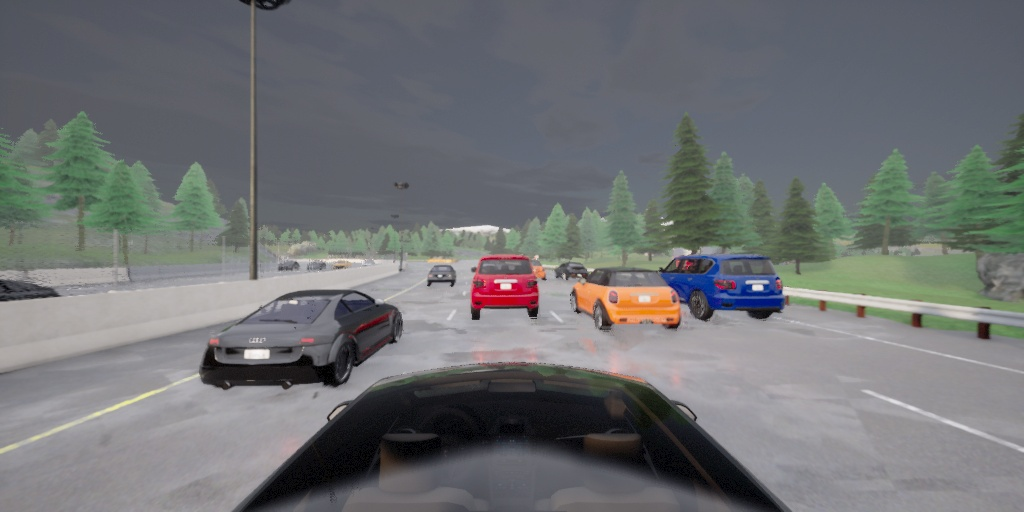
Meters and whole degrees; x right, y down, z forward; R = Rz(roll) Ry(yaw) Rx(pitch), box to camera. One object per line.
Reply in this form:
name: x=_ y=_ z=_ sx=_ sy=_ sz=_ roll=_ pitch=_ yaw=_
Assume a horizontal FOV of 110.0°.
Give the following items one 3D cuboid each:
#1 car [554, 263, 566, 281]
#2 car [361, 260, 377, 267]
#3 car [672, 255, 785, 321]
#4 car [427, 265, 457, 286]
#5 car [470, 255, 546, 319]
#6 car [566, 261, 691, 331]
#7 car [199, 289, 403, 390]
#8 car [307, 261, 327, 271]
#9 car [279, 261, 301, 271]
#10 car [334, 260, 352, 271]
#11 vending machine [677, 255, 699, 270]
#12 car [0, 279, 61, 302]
car: x=4.945 y=1.284 z=30.595 sx=1.837 sy=1.490 sz=4.892 roll=0 pitch=0 yaw=-8
car: x=-21.312 y=1.394 z=53.580 sx=1.812 sy=1.442 sz=4.674 roll=0 pitch=0 yaw=-16
car: x=6.711 y=0.974 z=12.670 sx=2.150 sy=2.045 sz=5.566 roll=0 pitch=0 yaw=-3
car: x=-4.949 y=1.340 z=25.622 sx=2.033 sy=1.411 sz=5.357 roll=0 pitch=0 yaw=-7
car: x=-0.321 y=0.987 z=13.105 sx=2.150 sy=2.045 sz=5.566 roll=0 pitch=0 yaw=-3
car: x=3.252 y=1.108 z=11.164 sx=2.097 sy=1.767 sz=4.553 roll=0 pitch=0 yaw=-3
car: x=-3.572 y=1.328 z=6.960 sx=1.994 sy=1.385 sz=4.181 roll=0 pitch=0 yaw=-1
car: x=-28.047 y=1.408 z=51.672 sx=2.128 sy=1.511 sz=4.902 roll=0 pitch=0 yaw=-16
car: x=-31.414 y=1.436 z=50.718 sx=1.837 sy=1.490 sz=4.892 roll=0 pitch=0 yaw=-16
car: x=-24.612 y=1.351 z=52.365 sx=1.882 sy=1.535 sz=5.008 roll=0 pitch=0 yaw=-16
vending machine: x=10.957 y=0.951 z=22.368 sx=1.100 sy=2.100 sz=0.880 roll=0 pitch=0 yaw=-6
car: x=-14.347 y=1.295 z=8.638 sx=1.837 sy=1.490 sz=4.892 roll=0 pitch=-1 yaw=-2
